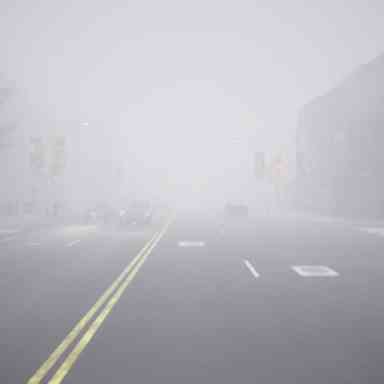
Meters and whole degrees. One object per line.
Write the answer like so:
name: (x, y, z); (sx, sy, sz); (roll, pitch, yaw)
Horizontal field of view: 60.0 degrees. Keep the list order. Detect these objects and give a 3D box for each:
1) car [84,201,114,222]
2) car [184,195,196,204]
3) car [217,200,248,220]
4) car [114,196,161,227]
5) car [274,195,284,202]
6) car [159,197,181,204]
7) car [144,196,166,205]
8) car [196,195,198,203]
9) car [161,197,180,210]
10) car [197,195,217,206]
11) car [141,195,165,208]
car: (-7.075, 1.501, 26.395); (2.128, 1.511, 4.902); (0, 0, 0)
car: (0.310, 1.376, 65.502); (2.097, 1.767, 4.553); (0, 0, 30)
car: (3.543, 1.488, 28.430); (1.882, 1.535, 5.008); (0, 0, -1)
car: (-3.585, 1.360, 22.694); (2.097, 1.767, 4.553); (0, 0, 0)
car: (21.290, 1.384, 76.812); (4.553, 1.767, 2.097); (0, 0, -27)
car: (-4.221, 1.618, 63.767); (1.895, 1.301, 4.718); (0, 0, 30)
car: (-6.387, 1.541, 58.462); (2.002, 1.452, 4.674); (0, 0, 20)
car: (3.154, 1.375, 63.418); (2.097, 1.767, 4.553); (0, 0, 27)
car: (-3.155, 1.493, 43.000); (1.882, 1.535, 5.008); (0, 0, 6)
car: (3.155, 1.568, 54.824); (2.033, 1.411, 5.357); (0, 0, 21)
car: (-5.728, 1.369, 49.184); (2.097, 1.767, 4.553); (0, 0, 12)
